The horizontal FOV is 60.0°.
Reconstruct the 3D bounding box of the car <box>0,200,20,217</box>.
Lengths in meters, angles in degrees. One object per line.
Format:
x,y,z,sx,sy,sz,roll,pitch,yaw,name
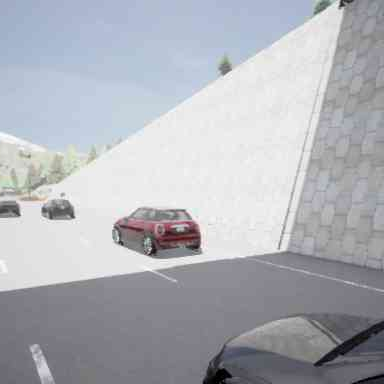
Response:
-17.789,1.537,32.120,1.837,1.490,4.892,0,0,-33,car

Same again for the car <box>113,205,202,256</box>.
-1.570,1.356,13.553,2.097,1.767,4.553,0,0,-33,car

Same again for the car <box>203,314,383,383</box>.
1.953,1.561,2.112,1.994,1.385,4.181,0,0,-39,car

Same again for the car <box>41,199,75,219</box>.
-11.986,1.376,29.604,2.097,1.767,4.553,0,0,-33,car
